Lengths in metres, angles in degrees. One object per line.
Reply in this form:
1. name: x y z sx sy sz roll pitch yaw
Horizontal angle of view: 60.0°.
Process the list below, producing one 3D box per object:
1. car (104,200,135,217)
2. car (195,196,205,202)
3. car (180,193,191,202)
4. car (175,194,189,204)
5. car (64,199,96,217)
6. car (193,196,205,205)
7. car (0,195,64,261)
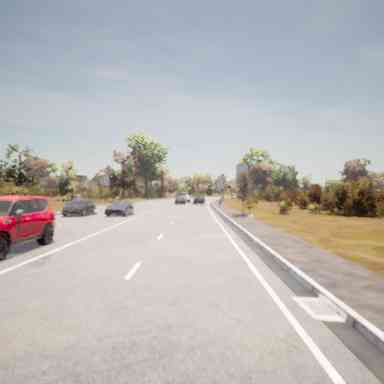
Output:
1. car: -6.685 1.504 31.250 2.033 1.411 5.357 1 0 1
2. car: 1.869 1.568 74.148 1.994 1.385 4.181 1 0 4
3. car: -1.613 1.192 74.440 2.150 2.045 5.566 1 0 4
4. car: -2.228 1.635 64.486 1.994 1.385 4.181 1 0 3
5. car: -10.202 1.413 30.445 1.837 1.490 4.892 1 -1 1
6. car: 1.248 1.624 63.927 1.837 1.490 4.892 1 0 3
7. car: -6.978 1.145 12.186 2.150 2.045 5.566 1 0 1
